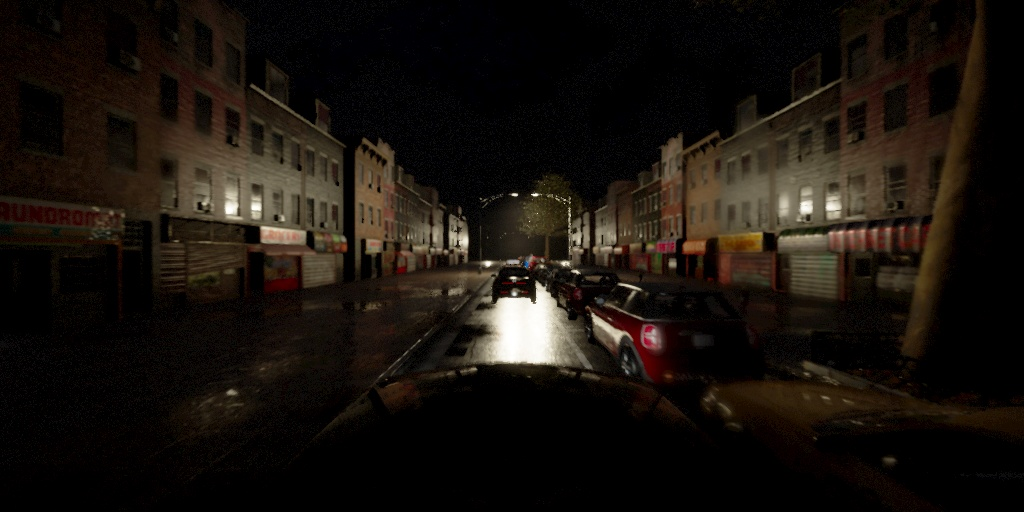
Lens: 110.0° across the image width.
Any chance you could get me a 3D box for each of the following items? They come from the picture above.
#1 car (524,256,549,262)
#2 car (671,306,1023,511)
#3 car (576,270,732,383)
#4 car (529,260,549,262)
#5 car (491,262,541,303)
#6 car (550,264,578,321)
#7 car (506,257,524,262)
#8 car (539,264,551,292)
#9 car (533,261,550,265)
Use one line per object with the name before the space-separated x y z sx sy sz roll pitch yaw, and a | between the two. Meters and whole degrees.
car | 2.630 0.981 34.596 2.192 1.841 5.009 0 0 0
car | 2.637 1.276 1.488 1.751 1.417 4.829 0 0 0
car | 2.636 1.182 6.864 1.967 1.591 4.097 0 0 0
car | 2.632 1.249 29.050 1.948 1.339 4.313 0 0 0
car | 0.096 1.225 16.404 1.837 1.490 4.892 0 0 0
car | 2.635 1.170 12.411 1.967 1.591 4.097 0 0 0
car | 0.090 1.151 36.717 2.128 1.511 4.902 0 0 0
car | 2.634 1.267 17.959 2.007 1.370 4.403 0 0 0
car | 2.633 1.250 23.504 2.007 1.370 4.403 0 0 0
